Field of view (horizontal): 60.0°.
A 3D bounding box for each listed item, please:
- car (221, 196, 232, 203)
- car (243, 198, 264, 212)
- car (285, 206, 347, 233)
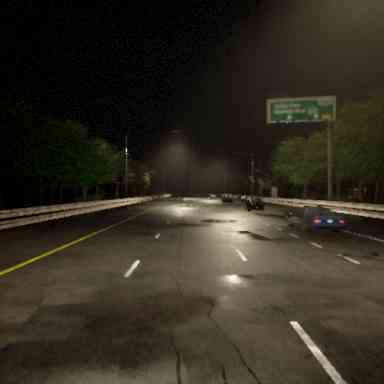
[{"bbox_3d":[7.083,1.537,67.918,1.994,1.385,4.181,0,0,0],"label":"car"},{"bbox_3d":[7.040,1.478,38.419,2.128,1.511,4.902,0,0,0],"label":"car"},{"bbox_3d":[7.010,1.544,19.394,2.033,1.411,5.357,0,0,0],"label":"car"}]
